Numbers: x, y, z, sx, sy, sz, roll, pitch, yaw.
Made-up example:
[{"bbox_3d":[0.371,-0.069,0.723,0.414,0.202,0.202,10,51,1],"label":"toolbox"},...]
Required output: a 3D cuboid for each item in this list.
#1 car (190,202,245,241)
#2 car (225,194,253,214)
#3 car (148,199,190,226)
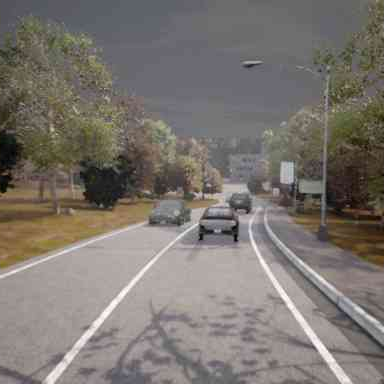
[{"bbox_3d":[1.435,1.473,16.739,2.128,1.511,4.902,1,0,8],"label":"car"},{"bbox_3d":[5.350,1.204,36.439,2.150,2.045,5.566,1,0,13],"label":"car"},{"bbox_3d":[-1.402,1.269,22.515,2.097,1.767,4.553,1,0,10],"label":"car"}]
